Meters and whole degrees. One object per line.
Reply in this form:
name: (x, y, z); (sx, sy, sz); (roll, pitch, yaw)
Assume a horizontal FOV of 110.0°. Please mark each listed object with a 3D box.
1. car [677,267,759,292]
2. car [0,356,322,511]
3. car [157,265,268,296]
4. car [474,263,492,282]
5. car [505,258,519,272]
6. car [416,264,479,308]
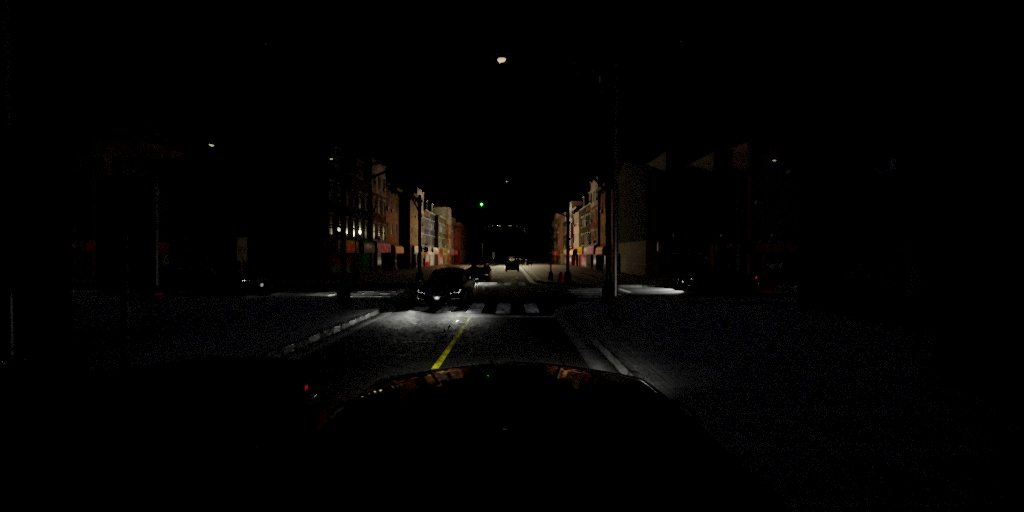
car: (12.029, 1.343, 21.077); (4.181, 1.385, 1.994); (0, 0, 0)
car: (-2.753, 1.298, 1.090); (2.033, 1.411, 5.357); (0, 0, 0)
car: (-15.090, 1.197, 18.111); (4.902, 1.511, 2.128); (0, 0, 0)
car: (-2.562, 1.289, 28.942); (2.033, 1.411, 5.357); (0, 0, 0)
car: (0.036, 1.300, 45.901); (1.948, 1.339, 4.313); (0, 0, 0)
car: (-2.692, 1.266, 15.365); (1.837, 1.490, 4.892); (0, 0, 0)
